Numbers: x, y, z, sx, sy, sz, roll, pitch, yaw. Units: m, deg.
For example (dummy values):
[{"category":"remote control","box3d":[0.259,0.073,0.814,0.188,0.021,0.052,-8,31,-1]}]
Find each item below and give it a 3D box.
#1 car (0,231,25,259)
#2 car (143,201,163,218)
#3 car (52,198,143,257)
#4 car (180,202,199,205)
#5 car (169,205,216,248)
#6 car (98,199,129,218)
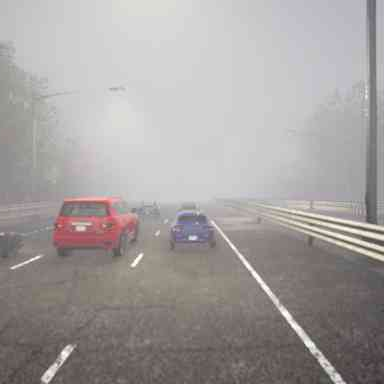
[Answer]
[{"category":"car","box3d":[-6.944,1.548,9.576,2.033,1.411,5.357,0,0,-1]},{"category":"car","box3d":[-3.726,1.505,29.769,2.128,1.511,4.902,0,0,-1]},{"category":"car","box3d":[-3.475,1.223,13.007,2.150,2.045,5.566,0,0,-1]},{"category":"car","box3d":[-0.236,1.577,30.276,1.994,1.385,4.181,0,0,-1]},{"category":"car","box3d":[0.007,1.527,14.581,1.812,1.442,4.674,0,0,-1]},{"category":"car","box3d":[-7.261,1.494,31.366,1.882,1.535,5.008,0,0,-1]}]
